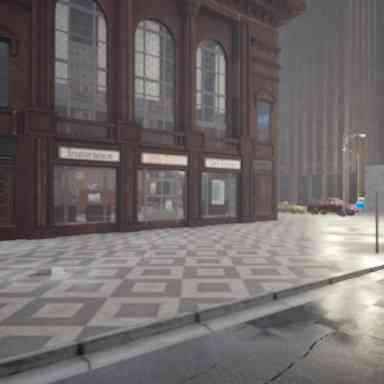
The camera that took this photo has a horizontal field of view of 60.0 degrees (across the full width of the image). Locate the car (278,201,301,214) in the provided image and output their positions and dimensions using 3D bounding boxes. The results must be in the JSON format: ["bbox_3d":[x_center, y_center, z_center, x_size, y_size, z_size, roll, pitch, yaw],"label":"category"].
[{"bbox_3d":[10.938,1.773,38.137,1.752,1.417,4.829,-1,0,-35],"label":"car"}]

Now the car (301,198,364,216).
[{"bbox_3d":[14.081,1.496,33.682,2.192,1.841,5.009,-1,0,-35],"label":"car"}]

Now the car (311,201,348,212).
[{"bbox_3d":[17.800,1.865,43.200,1.802,1.307,4.206,-1,0,-35],"label":"car"}]

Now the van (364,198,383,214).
[{"bbox_3d":[21.040,1.556,38.606,1.690,1.788,3.998,-1,0,-35],"label":"van"}]
